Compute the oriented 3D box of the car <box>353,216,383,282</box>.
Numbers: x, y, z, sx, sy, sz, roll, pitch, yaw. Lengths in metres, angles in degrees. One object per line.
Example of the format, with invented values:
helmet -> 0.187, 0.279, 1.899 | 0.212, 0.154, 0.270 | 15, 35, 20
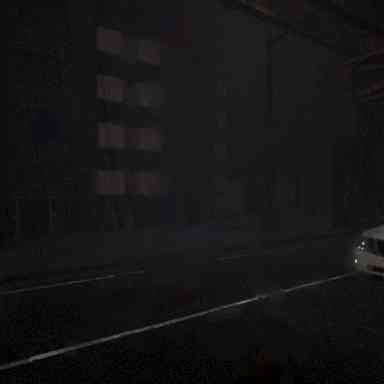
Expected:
car -> 6.528, 1.219, 8.708 | 5.566, 2.045, 2.150 | 0, 0, -36
